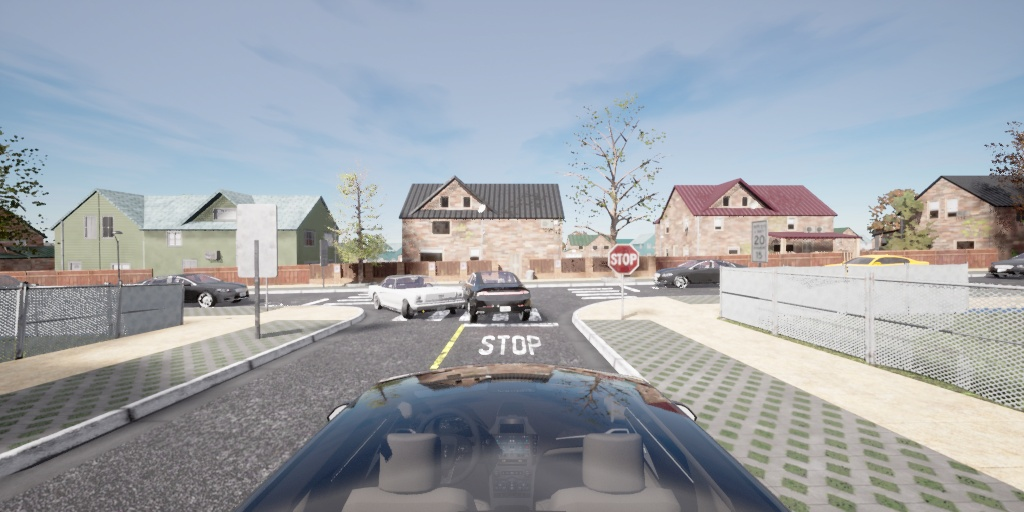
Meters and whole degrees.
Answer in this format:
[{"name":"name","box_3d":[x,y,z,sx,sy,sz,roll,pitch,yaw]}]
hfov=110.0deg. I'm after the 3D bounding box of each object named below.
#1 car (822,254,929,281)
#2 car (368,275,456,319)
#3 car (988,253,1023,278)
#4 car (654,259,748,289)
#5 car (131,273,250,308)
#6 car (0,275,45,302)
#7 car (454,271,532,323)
[{"name":"car","box_3d":[19.756,0.689,19.669,5.008,1.535,1.882,-1,1,-1]},{"name":"car","box_3d":[-3.605,1.367,13.078,1.895,1.301,4.718,0,0,-38]},{"name":"car","box_3d":[29.380,0.477,19.707,4.902,1.511,2.128,-1,1,0]},{"name":"car","box_3d":[10.325,0.925,19.630,4.902,1.511,2.128,-1,1,0]},{"name":"car","box_3d":[-14.907,1.566,16.570,4.902,1.511,2.128,-1,1,0]},{"name":"car","box_3d":[-24.244,1.647,16.528,4.553,1.767,2.097,-1,1,0]},{"name":"car","box_3d":[-0.690,1.242,12.219,2.128,1.511,4.902,0,0,-12]}]
